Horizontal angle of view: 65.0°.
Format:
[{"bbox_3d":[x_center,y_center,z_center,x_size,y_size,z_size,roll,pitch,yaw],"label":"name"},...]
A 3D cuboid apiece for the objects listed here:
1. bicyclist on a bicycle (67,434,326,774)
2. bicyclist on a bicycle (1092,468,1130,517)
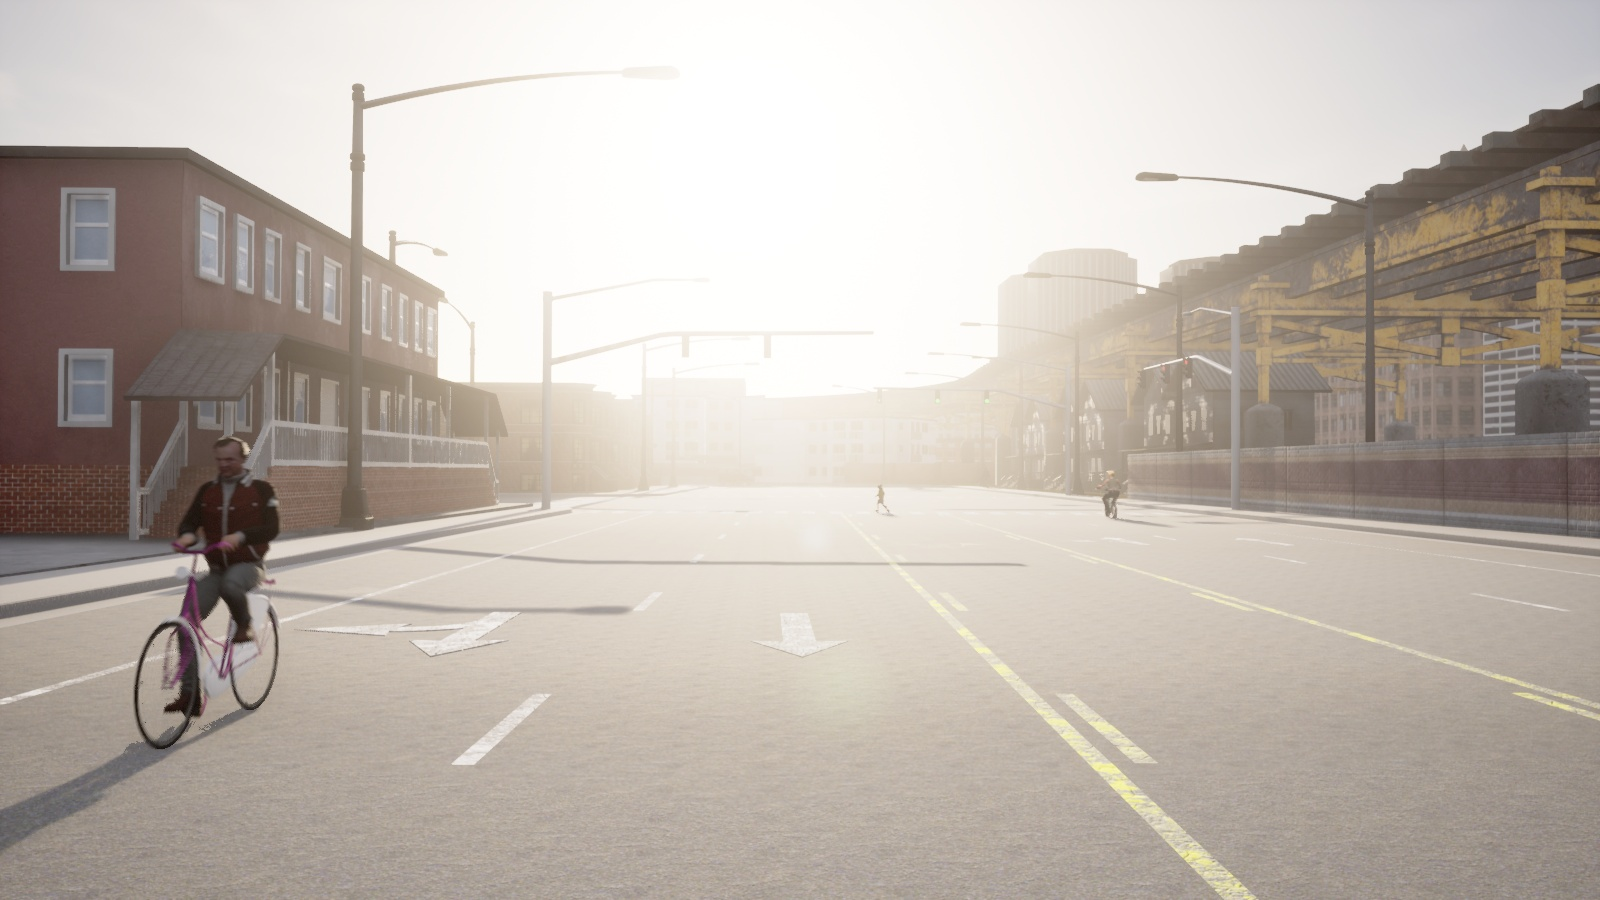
[{"bbox_3d":[-3.518,0.825,7.520,0.659,1.776,1.843,0,-1,0],"label":"bicyclist on a bicycle"},{"bbox_3d":[10.407,1.415,42.082,0.866,1.612,1.509,0,-1,0],"label":"bicyclist on a bicycle"}]
